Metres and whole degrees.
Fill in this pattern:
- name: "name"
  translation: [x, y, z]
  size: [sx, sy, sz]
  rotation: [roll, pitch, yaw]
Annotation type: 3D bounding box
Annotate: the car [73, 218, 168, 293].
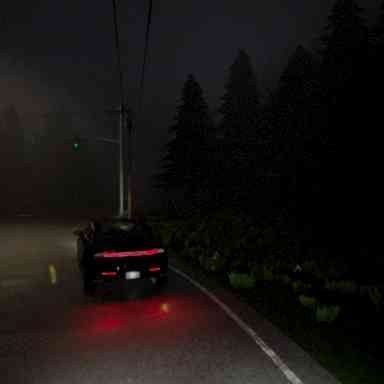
- name: "car"
  translation: [-2.054, 1.463, 8.976]
  size: [2.128, 1.511, 4.902]
  rotation: [0, 0, -21]
